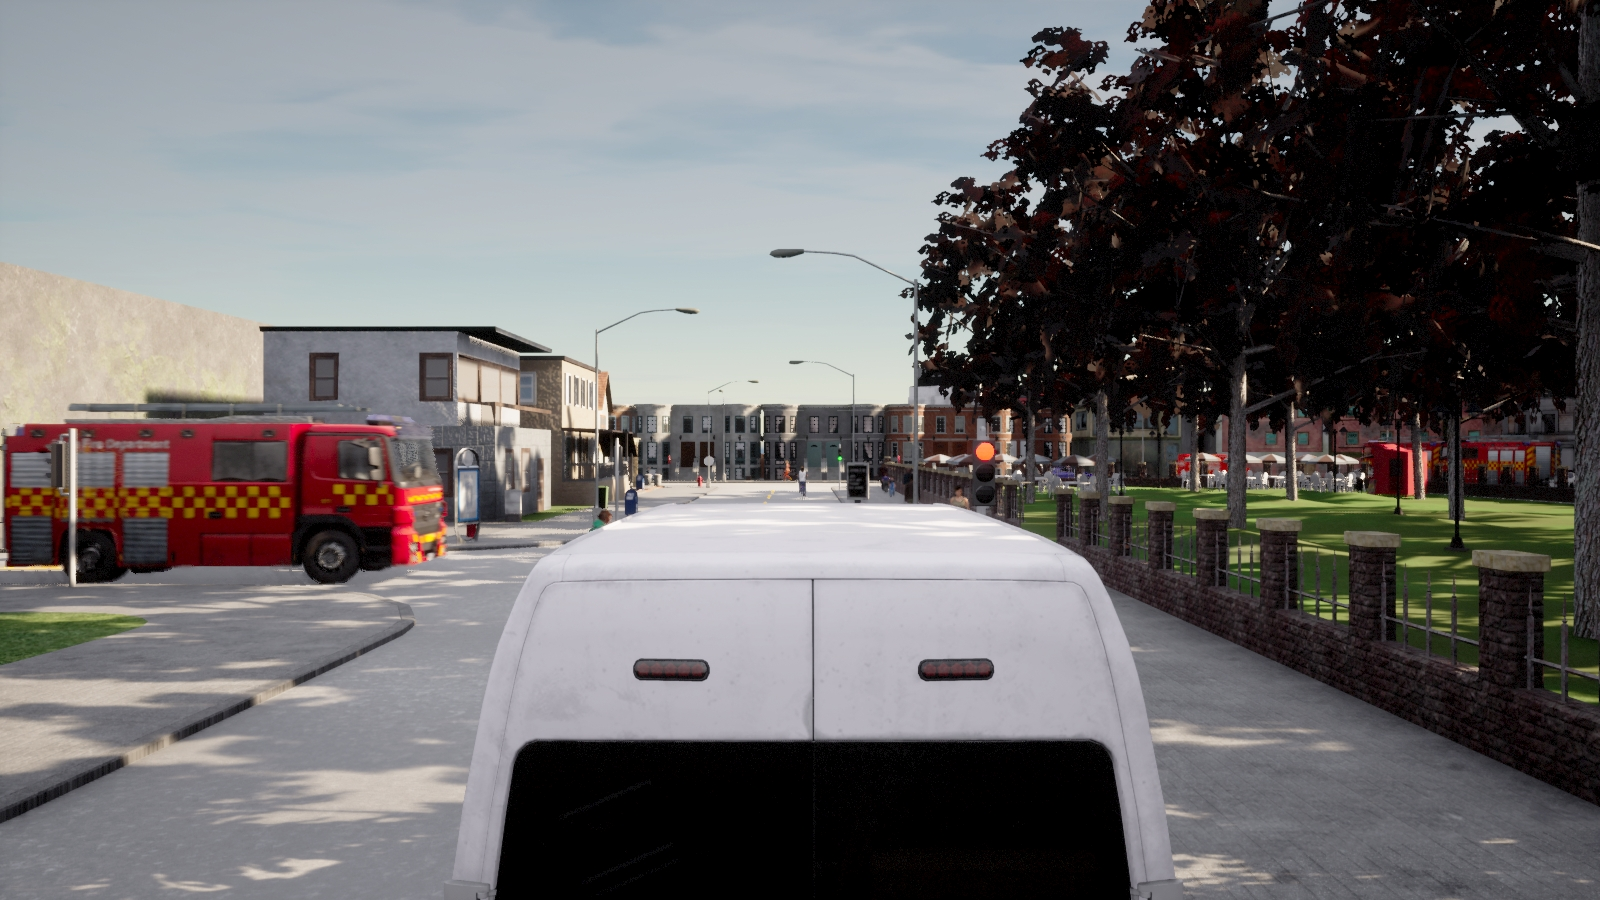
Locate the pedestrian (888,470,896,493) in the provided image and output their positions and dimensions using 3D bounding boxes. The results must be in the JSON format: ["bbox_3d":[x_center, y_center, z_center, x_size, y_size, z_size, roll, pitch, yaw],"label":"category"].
[{"bbox_3d":[5.215,1.805,64.715,0.375,1.300,0.375,0,0,-5],"label":"pedestrian"}]

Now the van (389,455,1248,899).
[{"bbox_3d":[0.036,1.314,5.605,1.988,2.561,5.915,0,0,0],"label":"van"}]

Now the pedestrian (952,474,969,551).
[{"bbox_3d":[3.950,1.525,28.127,0.375,1.860,0.375,0,0,13],"label":"pedestrian"}]

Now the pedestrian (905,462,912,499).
[{"bbox_3d":[5.485,1.525,57.770,0.375,1.860,0.375,0,0,1],"label":"pedestrian"}]

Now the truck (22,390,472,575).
[{"bbox_3d":[-11.835,0.670,25.066,8.468,3.827,2.891,0,0,0],"label":"truck"}]

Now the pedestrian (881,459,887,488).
[{"bbox_3d":[5.409,1.516,73.893,0.375,1.860,0.375,0,0,2],"label":"pedestrian"}]

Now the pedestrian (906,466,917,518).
[{"bbox_3d":[4.025,1.525,41.380,0.375,1.860,0.375,0,0,2],"label":"pedestrian"}]

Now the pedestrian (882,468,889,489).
[{"bbox_3d":[5.400,1.804,71.967,0.375,1.300,0.375,0,0,-3],"label":"pedestrian"}]
